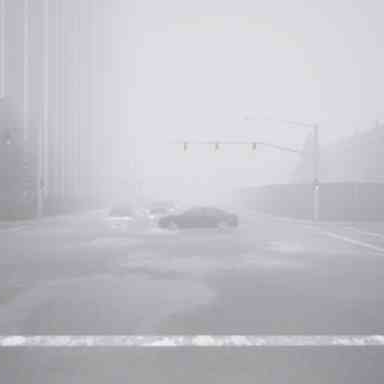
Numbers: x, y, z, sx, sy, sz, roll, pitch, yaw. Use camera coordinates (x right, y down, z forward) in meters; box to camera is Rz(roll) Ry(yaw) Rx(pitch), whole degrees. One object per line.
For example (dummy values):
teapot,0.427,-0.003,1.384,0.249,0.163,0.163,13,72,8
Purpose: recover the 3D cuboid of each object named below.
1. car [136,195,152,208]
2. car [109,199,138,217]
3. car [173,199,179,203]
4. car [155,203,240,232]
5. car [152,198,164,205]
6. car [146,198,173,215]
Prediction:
car,-7.066,1.513,49.887,2.150,2.045,5.566,0,-1,0
car,-7.080,1.760,33.928,1.994,1.385,4.181,0,0,0
car,-3.564,1.844,50.991,2.033,1.411,5.357,0,0,0
car,0.432,1.635,20.717,5.008,1.535,1.882,0,0,0
car,-6.964,1.946,68.621,2.033,1.411,5.357,0,0,0
car,-3.578,1.766,37.584,2.033,1.411,5.357,0,0,0
